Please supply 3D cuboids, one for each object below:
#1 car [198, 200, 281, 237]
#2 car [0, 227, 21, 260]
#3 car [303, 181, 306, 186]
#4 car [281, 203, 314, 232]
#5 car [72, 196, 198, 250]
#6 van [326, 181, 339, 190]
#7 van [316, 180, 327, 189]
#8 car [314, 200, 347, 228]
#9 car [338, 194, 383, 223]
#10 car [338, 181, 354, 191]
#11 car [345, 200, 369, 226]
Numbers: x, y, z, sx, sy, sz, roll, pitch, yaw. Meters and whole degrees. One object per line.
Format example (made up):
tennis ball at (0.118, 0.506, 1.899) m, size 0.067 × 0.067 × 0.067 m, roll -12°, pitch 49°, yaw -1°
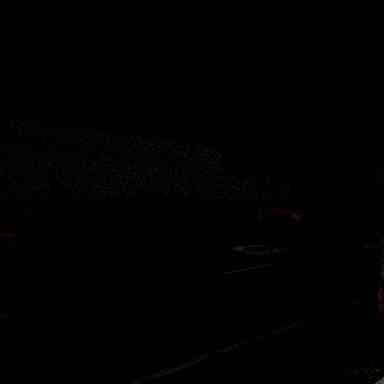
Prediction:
car at (2.088, 1.328, 17.978) m, size 4.553 × 1.767 × 2.185 m, roll -1°, pitch 0°, yaw 35°
car at (-7.866, 1.492, 11.136) m, size 5.366 × 1.575 × 1.946 m, roll -1°, pitch 0°, yaw 35°
car at (29.567, -1.892, 81.225) m, size 1.946 × 1.575 × 5.366 m, roll 7°, pitch 3°, yaw 35°
car at (4.484, 1.327, 19.761) m, size 4.553 × 1.767 × 2.185 m, roll -1°, pitch -1°, yaw 35°
car at (-2.854, 1.217, 14.527) m, size 5.566 × 2.045 × 2.435 m, roll -1°, pitch 0°, yaw 35°
van at (32.870, -1.571, 76.022) m, size 1.878 × 1.987 × 4.442 m, roll 7°, pitch 4°, yaw 35°
van at (31.141, -1.844, 78.493) m, size 1.878 × 1.987 × 4.442 m, roll 7°, pitch 4°, yaw 35°
car at (6.951, 1.452, 21.486) m, size 4.892 × 1.521 × 2.231 m, roll -1°, pitch -1°, yaw 35°
car at (11.816, 1.203, 24.977) m, size 5.566 × 2.045 × 2.435 m, roll -1°, pitch -1°, yaw 35°
car at (34.629, -1.072, 73.659) m, size 2.231 × 1.521 × 4.892 m, roll 7°, pitch 3°, yaw 35°
car at (9.371, 1.481, 23.232) m, size 4.792 × 1.488 × 2.163 m, roll -1°, pitch -1°, yaw 35°
